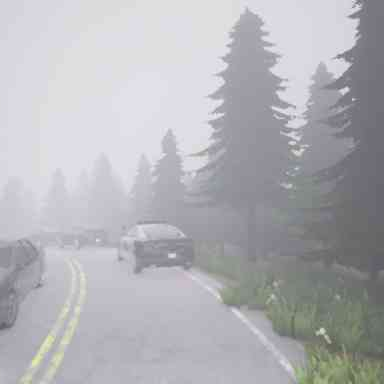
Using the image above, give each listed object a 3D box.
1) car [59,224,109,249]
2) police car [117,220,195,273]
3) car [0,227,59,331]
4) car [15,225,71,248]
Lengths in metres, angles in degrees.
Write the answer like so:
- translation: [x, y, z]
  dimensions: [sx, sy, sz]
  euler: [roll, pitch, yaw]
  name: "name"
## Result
- translation: [-7.091, 2.848, 21.462]
  dimensions: [1.837, 1.490, 4.892]
  euler: [2, -8, -40]
  name: "car"
- translation: [-1.556, 1.860, 12.357]
  dimensions: [1.930, 1.638, 5.238]
  euler: [1, -4, -22]
  name: "police car"
- translation: [-4.389, 1.705, 7.124]
  dimensions: [2.033, 1.411, 5.357]
  euler: [1, -3, -15]
  name: "car"
- translation: [-11.716, 3.520, 25.973]
  dimensions: [5.008, 1.535, 1.882]
  euler: [-8, -7, 39]
  name: "car"
